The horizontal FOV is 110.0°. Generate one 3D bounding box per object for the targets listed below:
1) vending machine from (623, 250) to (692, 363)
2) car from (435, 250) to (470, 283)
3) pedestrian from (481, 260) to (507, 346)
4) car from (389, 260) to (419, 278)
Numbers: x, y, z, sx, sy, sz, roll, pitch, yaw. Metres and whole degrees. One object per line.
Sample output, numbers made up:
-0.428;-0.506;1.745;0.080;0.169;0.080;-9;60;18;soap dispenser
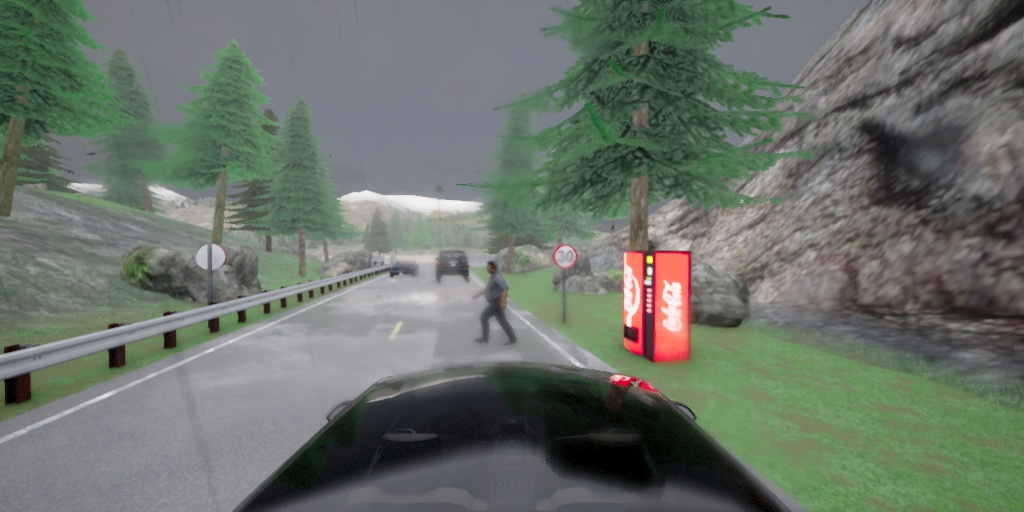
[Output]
2.832;0.876;7.116;1.100;2.100;0.880;0;0;-11;vending machine
-4.110;0.659;24.856;2.150;2.045;5.566;0;0;-10;car
-0.383;0.968;7.512;0.375;1.860;0.375;0;1;-11;pedestrian
-8.551;0.993;28.718;1.895;1.301;4.718;0;1;-10;car
